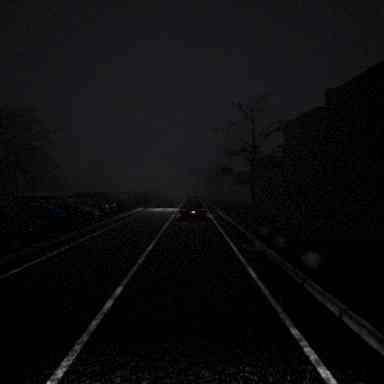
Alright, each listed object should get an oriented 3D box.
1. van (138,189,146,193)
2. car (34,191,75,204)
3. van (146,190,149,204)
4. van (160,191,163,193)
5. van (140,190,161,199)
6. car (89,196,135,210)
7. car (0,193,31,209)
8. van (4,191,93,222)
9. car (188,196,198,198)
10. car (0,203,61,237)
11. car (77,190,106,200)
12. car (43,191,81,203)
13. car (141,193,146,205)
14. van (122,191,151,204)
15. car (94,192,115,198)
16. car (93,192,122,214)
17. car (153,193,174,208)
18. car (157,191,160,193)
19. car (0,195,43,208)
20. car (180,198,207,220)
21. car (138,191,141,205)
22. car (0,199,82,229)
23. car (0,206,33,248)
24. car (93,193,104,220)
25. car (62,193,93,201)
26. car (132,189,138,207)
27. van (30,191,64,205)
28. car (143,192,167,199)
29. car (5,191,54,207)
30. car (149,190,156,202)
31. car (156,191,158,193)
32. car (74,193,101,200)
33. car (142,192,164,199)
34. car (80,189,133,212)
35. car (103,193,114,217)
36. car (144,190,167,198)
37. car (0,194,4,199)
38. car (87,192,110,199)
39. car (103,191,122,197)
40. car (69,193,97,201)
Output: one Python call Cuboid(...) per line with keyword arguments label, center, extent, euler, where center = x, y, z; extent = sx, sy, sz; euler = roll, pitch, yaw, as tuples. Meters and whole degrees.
Cuboid(label="van", center=(-9.060, 0.923, 45.878), extent=(4.442, 1.987, 1.878), euler=(0, 0, 0))
Cuboid(label="car", center=(-22.063, 0.844, 53.676), extent=(5.566, 2.045, 2.435), euler=(0, 0, 0))
Cuboid(label="van", center=(-9.064, 0.903, 48.681), extent=(4.442, 1.987, 1.878), euler=(0, 0, 0))
Cuboid(label="van", center=(-8.860, 0.710, 68.307), extent=(4.442, 1.987, 1.878), euler=(0, 1, 0))
Cuboid(label="van", center=(-9.102, 0.628, 73.917), extent=(4.442, 1.987, 1.878), euler=(0, 1, 0))
Cuboid(label="car", center=(-8.928, 1.246, 37.470), extent=(4.674, 1.452, 2.002), euler=(0, 0, 0))
Cuboid(label="car", center=(-22.044, 1.065, 39.798), extent=(4.553, 1.767, 2.185), euler=(0, 0, 0))
Cuboid(label="van", center=(-8.788, 1.096, 20.649), extent=(4.442, 1.987, 1.878), euler=(0, 0, 0))
Cuboid(label="car", center=(0.093, 1.239, 42.025), extent=(2.033, 1.411, 5.357), euler=(0, 0, 0))
Cuboid(label="car", center=(-8.867, 1.390, 15.044), extent=(4.792, 1.488, 2.163), euler=(0, 0, 0))
Cuboid(label="car", center=(-22.035, 0.615, 73.110), extent=(5.566, 2.045, 2.435), euler=(0, 1, 0))
Cuboid(label="car", center=(-22.010, 0.820, 56.453), extent=(5.566, 2.045, 2.435), euler=(0, 1, 0))
Cuboid(label="car", center=(-8.932, 1.169, 43.076), extent=(4.892, 1.521, 2.231), euler=(0, 0, 0))
Cuboid(label="van", center=(-9.072, 0.864, 54.286), extent=(4.442, 1.987, 1.878), euler=(0, 1, 0))
Cuboid(label="car", center=(-22.110, 0.733, 84.215), extent=(4.792, 1.488, 2.163), euler=(0, 1, 0))
Cuboid(label="car", center=(-8.886, 1.139, 29.059), extent=(4.553, 1.767, 2.185), euler=(0, 0, 0))
Cuboid(label="car", center=(-3.348, 1.224, 41.211), extent=(1.812, 1.442, 4.674), euler=(0, 0, 0))
Cuboid(label="car", center=(-8.998, 1.038, 62.706), extent=(4.792, 1.488, 2.163), euler=(0, 1, 0))
Cuboid(label="car", center=(-21.989, 1.201, 42.576), extent=(4.792, 1.488, 2.163), euler=(0, 0, 0))
Cuboid(label="car", center=(0.096, 1.377, 25.567), extent=(1.994, 1.385, 4.181), euler=(0, 0, 0))
Cuboid(label="car", center=(-8.966, 1.061, 40.272), extent=(4.553, 1.767, 2.185), euler=(0, 0, 0))
Cuboid(label="car", center=(-8.895, 1.341, 17.847), extent=(5.008, 1.535, 2.097), euler=(0, 0, 0))
Cuboid(label="car", center=(-8.863, 1.410, 12.241), extent=(4.792, 1.488, 2.163), euler=(0, 0, 0))
Cuboid(label="car", center=(-8.940, 1.177, 23.453), extent=(4.553, 1.767, 2.185), euler=(0, 0, 0))
Cuboid(label="car", center=(-22.236, 0.979, 64.784), extent=(5.366, 1.575, 1.946), euler=(0, 1, 0))
Cuboid(label="car", center=(-8.897, 0.974, 34.665), extent=(5.566, 2.045, 2.435), euler=(0, 0, 0))
Cuboid(label="van", center=(-22.147, 0.889, 50.900), extent=(4.442, 1.987, 1.878), euler=(0, 0, 0))
Cuboid(label="car", center=(-8.809, 0.769, 79.526), extent=(5.366, 1.575, 1.946), euler=(0, 1, 0))
Cuboid(label="car", center=(-22.051, 0.901, 45.350), extent=(5.566, 2.045, 2.435), euler=(0, 0, 0))
Cuboid(label="car", center=(-8.923, 0.858, 51.485), extent=(5.566, 2.045, 2.435), euler=(0, 0, 0))
Cuboid(label="car", center=(-8.962, 1.078, 59.899), extent=(4.674, 1.452, 2.002), euler=(0, 1, 0))
Cuboid(label="car", center=(-22.054, 0.909, 70.339), extent=(4.892, 1.521, 2.231), euler=(0, 1, 0))
Cuboid(label="car", center=(-8.992, 0.853, 76.724), extent=(4.674, 1.452, 2.002), euler=(0, 1, 0))
Cuboid(label="car", center=(-8.893, 0.994, 31.862), extent=(5.566, 2.045, 2.435), euler=(0, 0, 0))
Cuboid(label="car", center=(-8.882, 1.158, 26.256), extent=(4.553, 1.767, 2.185), euler=(0, 0, 0))
Cuboid(label="car", center=(-8.970, 0.479, 82.326), extent=(5.566, 2.045, 2.435), euler=(0, 1, 0))
Cuboid(label="car", center=(-21.820, 1.226, 34.249), extent=(5.366, 1.575, 1.946), euler=(0, 0, 0))
Cuboid(label="car", center=(-22.078, 0.785, 78.664), extent=(5.008, 1.535, 2.097), euler=(0, 1, 0))
Cuboid(label="car", center=(-22.064, 0.610, 92.542), extent=(4.792, 1.488, 2.163), euler=(0, 1, 0))
Cuboid(label="car", center=(-22.050, 0.946, 67.562), extent=(5.008, 1.535, 2.097), euler=(0, 1, 0))
